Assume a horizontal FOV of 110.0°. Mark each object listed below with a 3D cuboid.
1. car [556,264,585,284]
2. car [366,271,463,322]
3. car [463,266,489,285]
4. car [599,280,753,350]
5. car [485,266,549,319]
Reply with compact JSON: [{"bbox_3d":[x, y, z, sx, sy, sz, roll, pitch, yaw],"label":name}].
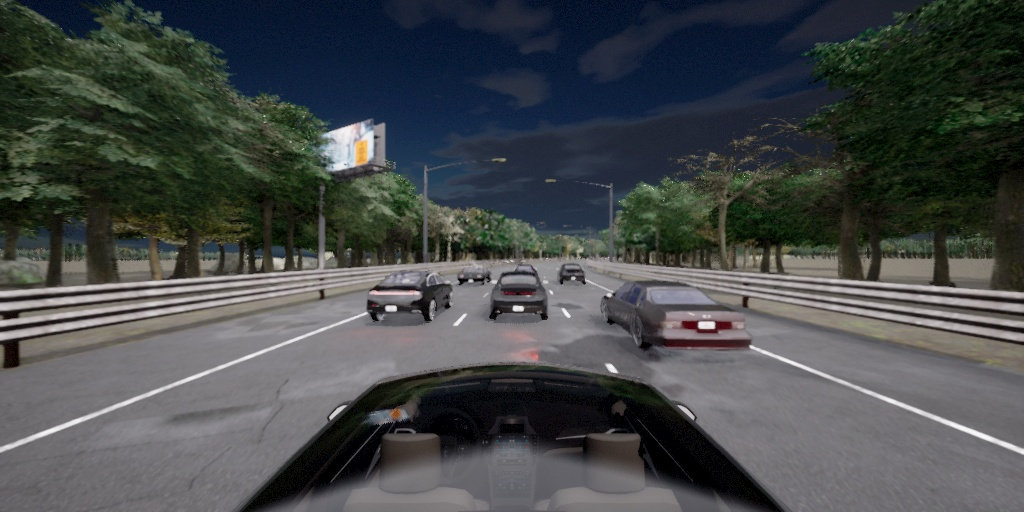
[{"bbox_3d":[4.479,1.317,27.526,1.837,1.490,4.892,0,0,4],"label":"car"},{"bbox_3d":[-3.253,1.255,12.314,2.128,1.511,4.902,0,0,2],"label":"car"},{"bbox_3d":[-2.623,1.397,26.362,1.895,1.301,4.718,0,0,4],"label":"car"},{"bbox_3d":[3.641,1.317,9.090,2.033,1.411,5.357,0,0,2],"label":"car"},{"bbox_3d":[0.272,1.279,12.932,1.837,1.490,4.892,0,0,2],"label":"car"}]
